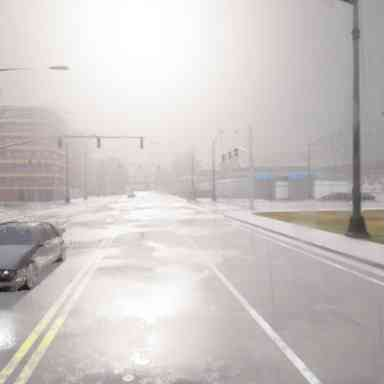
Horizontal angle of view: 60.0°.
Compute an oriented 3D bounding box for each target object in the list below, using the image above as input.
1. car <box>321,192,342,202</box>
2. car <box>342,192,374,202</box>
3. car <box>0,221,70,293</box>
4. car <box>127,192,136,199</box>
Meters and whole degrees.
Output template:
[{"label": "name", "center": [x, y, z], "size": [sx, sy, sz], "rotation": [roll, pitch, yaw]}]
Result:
[{"label": "car", "center": [23.254, 0.744, 53.947], "size": [4.892, 1.490, 1.837], "rotation": [-1, 1, -19]}, {"label": "car", "center": [25.945, 0.758, 51.244], "size": [4.674, 1.442, 1.812], "rotation": [-1, 1, -22]}, {"label": "car", "center": [-4.739, 1.519, 9.019], "size": [2.033, 1.411, 5.357], "rotation": [-1, 1, -8]}, {"label": "car", "center": [-15.584, 0.883, 85.159], "size": [1.882, 1.535, 5.008], "rotation": [-1, 1, -8]}]
